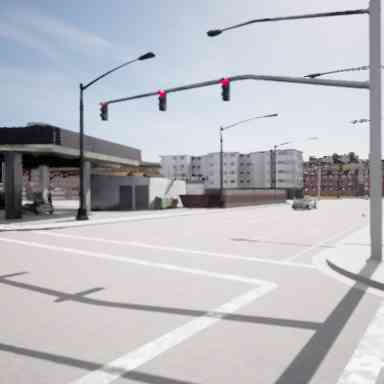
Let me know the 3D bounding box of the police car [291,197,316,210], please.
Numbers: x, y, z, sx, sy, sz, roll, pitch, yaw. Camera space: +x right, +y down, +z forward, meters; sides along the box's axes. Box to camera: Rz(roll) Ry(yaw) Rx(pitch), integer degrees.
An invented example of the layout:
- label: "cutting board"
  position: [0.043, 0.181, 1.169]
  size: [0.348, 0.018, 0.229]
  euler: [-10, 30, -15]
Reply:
- label: "police car"
  position: [14.028, 1.472, 41.689]
  size: [2.038, 1.542, 4.974]
  euler: [0, 0, 35]

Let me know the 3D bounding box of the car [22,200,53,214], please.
- label: "car"
  position: [-16.334, 1.572, 34.902]
  size: [3.806, 1.475, 1.970]
  euler: [0, 0, 36]
